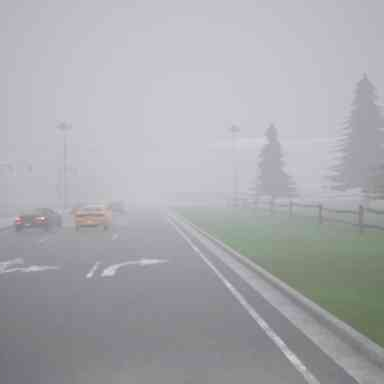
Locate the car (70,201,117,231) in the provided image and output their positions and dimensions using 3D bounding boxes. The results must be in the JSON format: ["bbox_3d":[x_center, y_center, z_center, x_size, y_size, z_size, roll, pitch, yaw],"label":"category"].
[{"bbox_3d":[-6.307,1.590,21.764,1.882,1.535,5.008,-1,0,-8],"label":"car"}]

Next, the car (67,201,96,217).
[{"bbox_3d":[-11.954,1.763,36.427,2.033,1.411,5.357,-1,0,-8],"label":"car"}]

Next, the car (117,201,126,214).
[{"bbox_3d":[-8.585,1.695,37.574,2.033,1.411,5.357,-1,0,-8],"label":"car"}]

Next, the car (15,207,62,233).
[{"bbox_3d":[-9.797,1.708,21.451,1.812,1.442,4.674,-1,0,-8],"label":"car"}]
